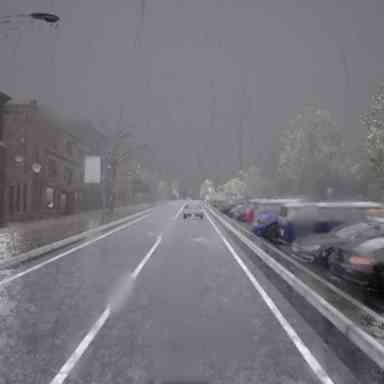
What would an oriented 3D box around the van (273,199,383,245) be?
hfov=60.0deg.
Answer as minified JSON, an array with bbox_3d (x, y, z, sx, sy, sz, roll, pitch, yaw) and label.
[{"bbox_3d":[5.819,1.415,13.460,4.442,1.987,1.878,0,0,0],"label":"van"}]

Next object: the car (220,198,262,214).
[{"bbox_3d":[5.648,1.656,38.687,4.553,1.767,2.185,0,0,0],"label":"car"}]

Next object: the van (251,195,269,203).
[{"bbox_3d":[18.831,1.925,92.004,4.442,1.987,1.878,0,-1,0],"label":"van"}]

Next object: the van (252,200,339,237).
[{"bbox_3d":[5.814,1.447,19.065,4.442,1.987,1.878,0,0,0],"label":"van"}]

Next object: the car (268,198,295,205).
[{"bbox_3d":[18.725,1.962,69.719,5.008,1.535,2.097,0,0,0],"label":"car"}]

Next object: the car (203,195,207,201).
[{"bbox_3d":[5.641,2.001,75.121,4.892,1.521,2.231,0,0,0],"label":"car"}]

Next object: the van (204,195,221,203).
[{"bbox_3d":[5.519,1.897,89.143,4.442,1.987,1.878,0,-1,0],"label":"van"}]

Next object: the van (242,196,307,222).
[{"bbox_3d":[5.811,1.462,21.868,4.442,1.987,1.878,0,0,0],"label":"van"}]

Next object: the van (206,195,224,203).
[{"bbox_3d":[5.755,1.848,83.537,4.442,1.987,1.878,0,-1,0],"label":"van"}]

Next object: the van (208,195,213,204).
[{"bbox_3d":[5.544,1.664,58.310,4.442,1.987,1.878,0,0,0],"label":"van"}]

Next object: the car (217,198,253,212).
[{"bbox_3d":[5.705,1.687,44.293,4.553,1.767,2.185,0,0,0],"label":"car"}]

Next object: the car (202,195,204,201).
[{"bbox_3d":[5.672,1.774,77.930,5.566,2.045,2.435,0,-1,0],"label":"car"}]

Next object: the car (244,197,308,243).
[{"bbox_3d":[5.672,1.406,16.261,5.566,2.045,2.435,0,0,0],"label":"car"}]

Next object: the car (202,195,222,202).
[{"bbox_3d":[5.664,1.924,94.749,5.566,2.045,2.435,0,-1,0],"label":"car"}]

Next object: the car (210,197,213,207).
[{"bbox_3d":[5.663,1.843,49.899,5.008,1.535,2.097,0,0,0],"label":"car"}]

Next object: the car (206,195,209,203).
[{"bbox_3d":[5.841,1.918,63.916,5.366,1.575,1.946,0,0,0],"label":"car"}]

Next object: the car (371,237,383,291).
[{"bbox_3d":[5.739,1.600,5.040,4.792,1.488,2.163,0,-1,0],"label":"car"}]

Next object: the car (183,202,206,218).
[{"bbox_3d":[0.113,1.870,32.755,1.895,1.301,4.718,0,0,0],"label":"car"}]

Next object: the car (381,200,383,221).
[{"bbox_3d":[18.800,1.600,27.940,4.553,1.767,2.185,0,0,0],"label":"car"}]

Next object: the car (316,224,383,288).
[{"bbox_3d":[5.705,1.637,7.847,4.674,1.452,2.002,0,0,0],"label":"car"}]

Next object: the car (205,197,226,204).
[{"bbox_3d":[5.635,2.049,80.731,5.008,1.535,2.097,0,-1,0],"label":"car"}]

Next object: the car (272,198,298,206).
[{"bbox_3d":[18.730,1.984,67.058,4.674,1.452,2.002,0,0,0],"label":"car"}]

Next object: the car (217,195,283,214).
[{"bbox_3d":[5.656,1.499,33.081,5.566,2.045,2.435,0,0,0],"label":"car"}]

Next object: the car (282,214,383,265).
[{"bbox_3d":[5.711,1.620,10.651,4.892,1.521,2.231,0,0,0],"label":"car"}]

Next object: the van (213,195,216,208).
[{"bbox_3d":[5.555,1.602,47.097,4.442,1.987,1.878,0,0,0],"label":"van"}]

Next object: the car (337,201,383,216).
[{"bbox_3d":[18.767,1.772,36.266,4.892,1.521,2.231,0,0,0],"label":"car"}]

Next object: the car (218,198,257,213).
[{"bbox_3d":[5.645,1.671,41.490,4.553,1.767,2.185,0,0,0],"label":"car"}]

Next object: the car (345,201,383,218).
[{"bbox_3d":[18.578,1.753,33.490,5.366,1.575,1.946,0,0,0],"label":"car"}]

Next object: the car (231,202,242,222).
[{"bbox_3d":[5.685,1.705,24.670,4.892,1.521,2.231,0,0,0],"label":"car"}]

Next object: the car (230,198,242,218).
[{"bbox_3d":[5.721,1.594,27.474,4.553,1.767,2.185,0,0,0],"label":"car"}]

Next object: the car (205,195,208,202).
[{"bbox_3d":[5.648,1.938,66.715,5.008,1.535,2.097,0,0,0],"label":"car"}]

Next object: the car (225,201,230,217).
[{"bbox_3d":[5.684,1.775,30.276,4.674,1.452,2.002,0,0,0],"label":"car"}]

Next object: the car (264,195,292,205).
[{"bbox_3d":[18.700,1.731,72.508,5.566,2.045,2.435,0,-1,0],"label":"car"}]

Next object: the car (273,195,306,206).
[{"bbox_3d":[18.706,1.674,64.153,5.566,2.045,2.435,0,0,0],"label":"car"}]

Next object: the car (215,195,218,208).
[{"bbox_3d":[5.653,1.514,35.884,5.566,2.045,2.435,0,0,0],"label":"car"}]
